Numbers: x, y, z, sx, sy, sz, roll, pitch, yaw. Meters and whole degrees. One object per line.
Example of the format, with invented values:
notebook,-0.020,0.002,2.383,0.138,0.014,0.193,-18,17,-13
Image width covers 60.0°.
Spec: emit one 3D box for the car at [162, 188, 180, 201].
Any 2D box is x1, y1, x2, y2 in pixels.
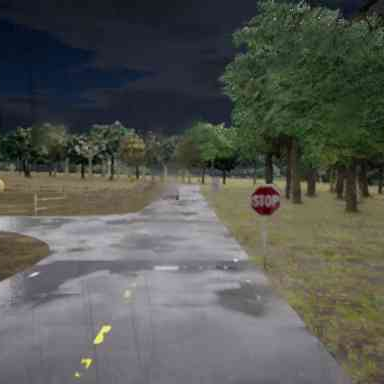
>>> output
car,-2.764,0.221,44.428,2.097,1.767,4.553,0,2,0
